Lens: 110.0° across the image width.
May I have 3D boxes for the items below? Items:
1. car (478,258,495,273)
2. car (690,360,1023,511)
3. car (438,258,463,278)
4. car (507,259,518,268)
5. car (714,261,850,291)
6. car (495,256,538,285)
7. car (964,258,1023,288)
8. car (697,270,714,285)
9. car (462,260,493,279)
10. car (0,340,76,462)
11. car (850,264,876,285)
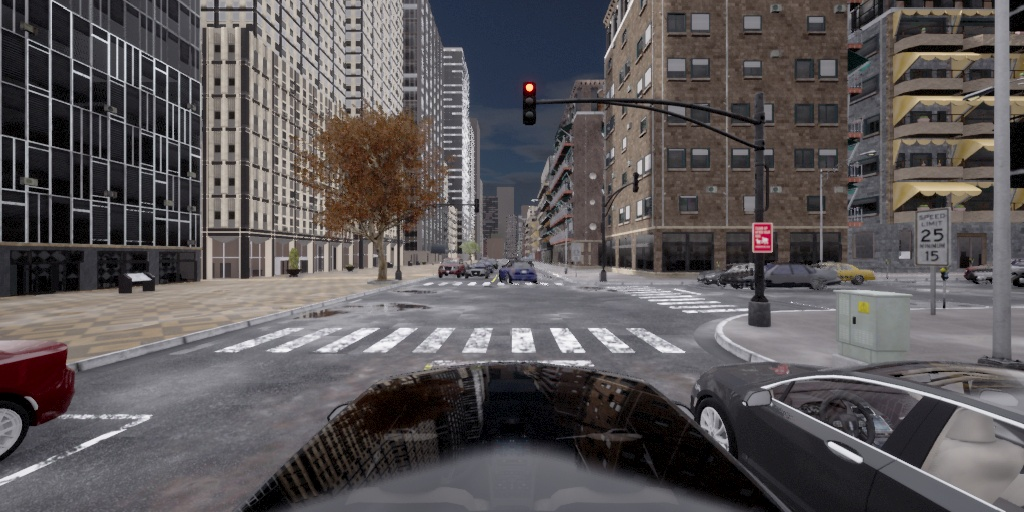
[{"bbox_3d":[-3.106,1.317,42.270,2.033,1.411,5.357,0,0,0],"label":"car"},{"bbox_3d":[2.689,1.300,2.016,2.007,1.370,4.403,0,0,0],"label":"car"},{"bbox_3d":[-5.696,1.078,34.402,2.192,1.841,5.009,0,0,0],"label":"car"},{"bbox_3d":[0.095,1.317,63.595,1.812,1.442,4.674,0,0,0],"label":"car"},{"bbox_3d":[14.020,1.084,18.849,5.357,1.411,2.033,-1,0,0],"label":"car"},{"bbox_3d":[0.390,1.110,26.777,2.097,1.767,4.553,0,0,-13],"label":"car"},{"bbox_3d":[27.296,0.841,18.983,4.902,1.511,2.128,-1,0,-1],"label":"car"},{"bbox_3d":[13.432,1.095,21.433,4.403,1.370,2.007,0,0,-1],"label":"car"},{"bbox_3d":[-3.096,1.326,32.885,1.994,1.385,4.181,0,0,1],"label":"car"},{"bbox_3d":[-5.692,1.295,2.015,1.888,1.381,4.507,0,0,0],"label":"car"},{"bbox_3d":[18.829,0.992,21.489,4.829,1.417,1.751,0,0,-1],"label":"car"}]
